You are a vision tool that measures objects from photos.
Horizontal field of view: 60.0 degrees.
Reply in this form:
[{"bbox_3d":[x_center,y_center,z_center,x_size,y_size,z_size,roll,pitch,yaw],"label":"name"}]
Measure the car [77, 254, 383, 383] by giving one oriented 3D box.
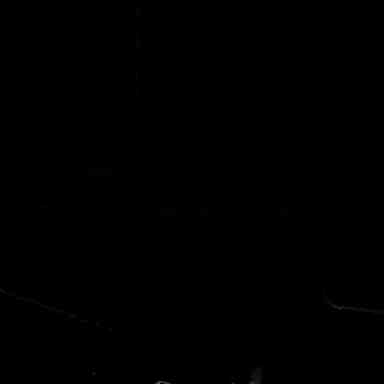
[{"bbox_3d":[1.496,1.315,1.897,5.009,1.841,2.192,0,0,35],"label":"car"}]
